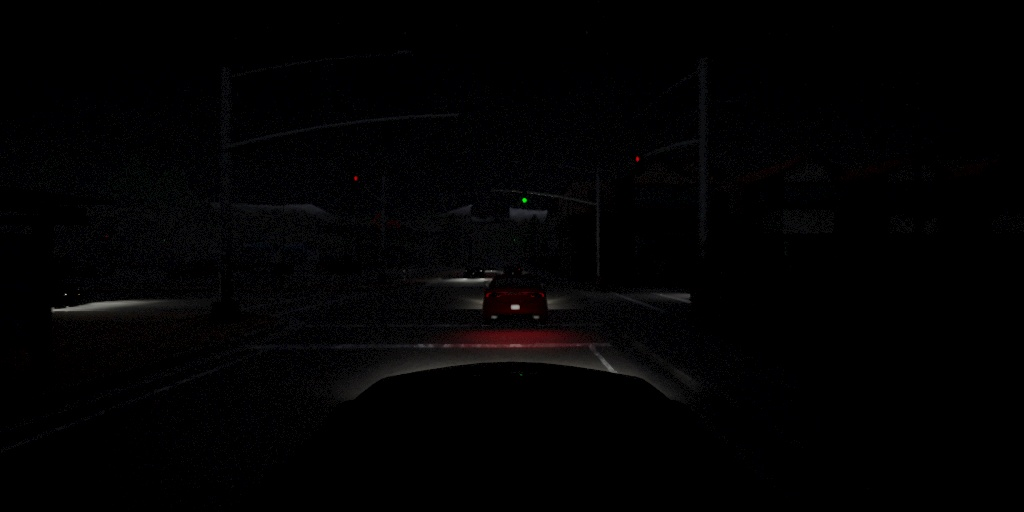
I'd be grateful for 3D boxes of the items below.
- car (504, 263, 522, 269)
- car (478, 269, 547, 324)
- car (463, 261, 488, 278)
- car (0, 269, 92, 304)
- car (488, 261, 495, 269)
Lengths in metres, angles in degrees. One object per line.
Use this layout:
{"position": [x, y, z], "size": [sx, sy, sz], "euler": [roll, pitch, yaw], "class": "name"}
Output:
{"position": [0.096, 1.437, 38.871], "size": [1.895, 1.301, 4.718], "euler": [0, 0, 0], "class": "car"}
{"position": [0.094, 1.332, 12.282], "size": [1.882, 1.535, 5.008], "euler": [0, -2, 0], "class": "car"}
{"position": [-3.602, 1.354, 35.218], "size": [1.812, 1.442, 4.674], "euler": [0, 0, -1], "class": "car"}
{"position": [-22.216, 1.464, 15.864], "size": [4.892, 1.490, 1.837], "euler": [0, 0, 0], "class": "car"}
{"position": [-3.559, 1.417, 53.119], "size": [2.033, 1.411, 5.357], "euler": [0, 0, 0], "class": "car"}
